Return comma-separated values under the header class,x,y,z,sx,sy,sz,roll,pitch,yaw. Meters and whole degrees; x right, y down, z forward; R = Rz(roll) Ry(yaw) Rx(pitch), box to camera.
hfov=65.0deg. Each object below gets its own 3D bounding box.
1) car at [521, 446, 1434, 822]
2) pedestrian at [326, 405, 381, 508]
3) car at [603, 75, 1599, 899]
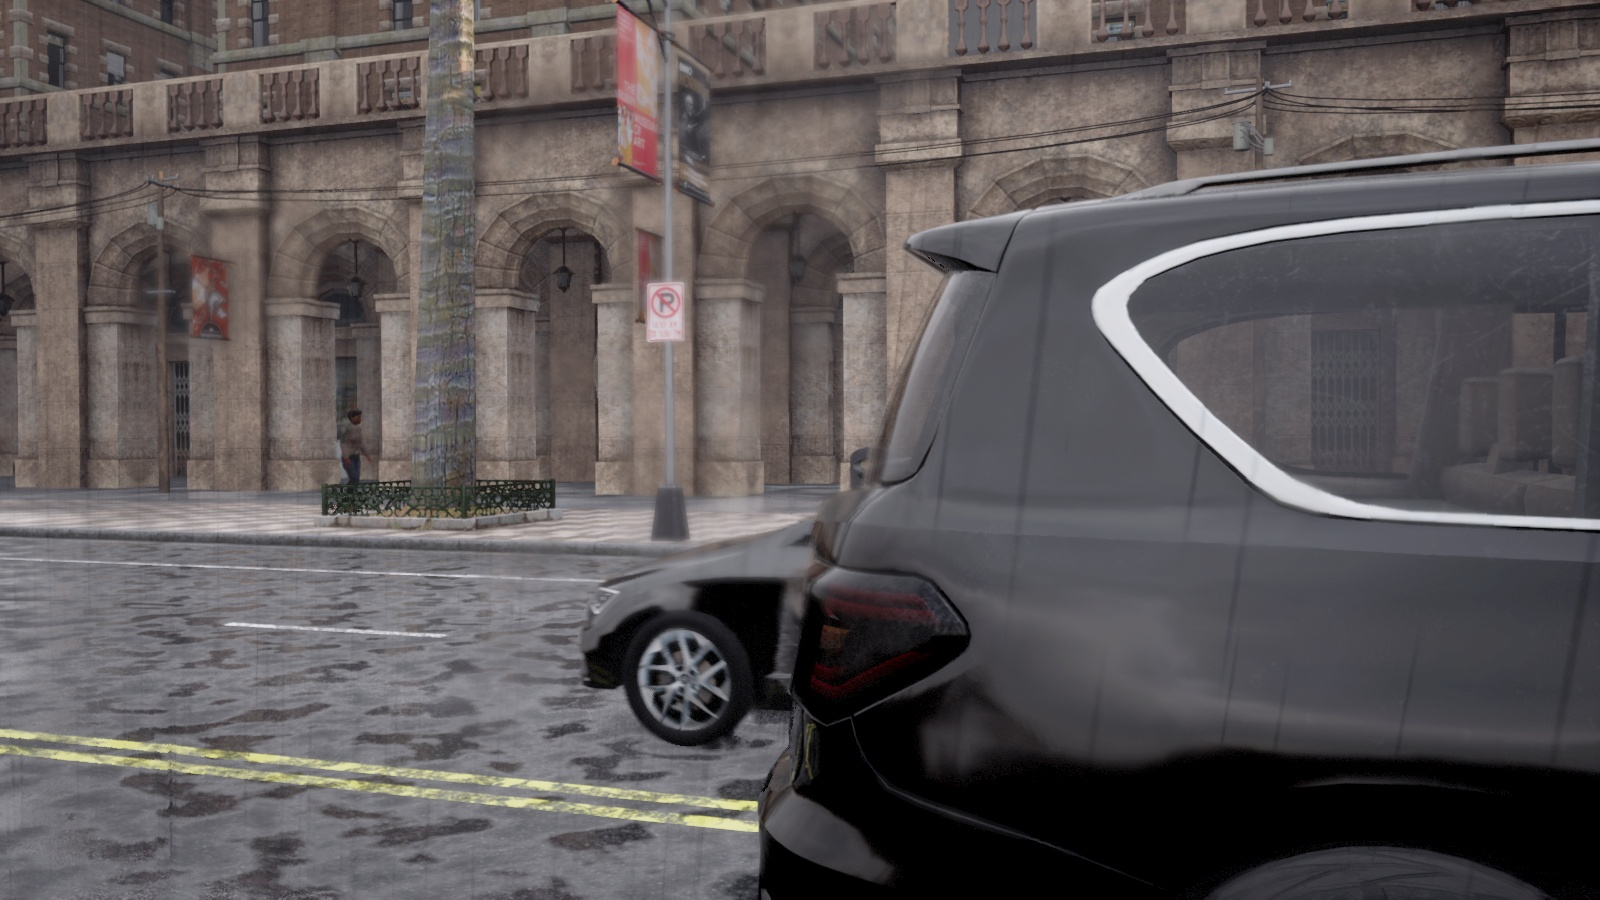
class,x,y,z,sx,sy,sz,roll,pitch,yaw
car,0.853,0.739,6.599,4.193,1.474,1.816,0,1,19
pedestrian,-7.839,0.108,22.069,0.869,1.805,0.328,0,1,13
car,2.641,0.517,2.302,5.566,2.045,2.150,1,1,19
